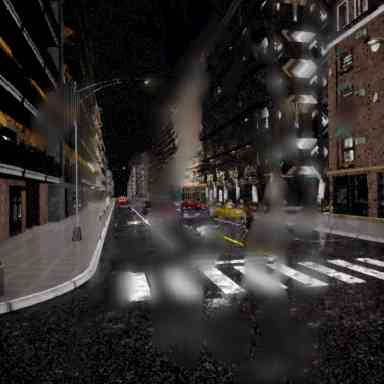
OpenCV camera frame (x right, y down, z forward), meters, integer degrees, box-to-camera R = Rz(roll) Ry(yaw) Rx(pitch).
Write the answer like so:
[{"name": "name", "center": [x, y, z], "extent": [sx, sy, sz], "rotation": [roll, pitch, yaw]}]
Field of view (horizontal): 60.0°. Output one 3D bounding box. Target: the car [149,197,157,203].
[{"name": "car", "center": [-10.452, 2.141, 89.495], "extent": [1.802, 1.307, 4.206], "rotation": [-1, 0, -13]}]

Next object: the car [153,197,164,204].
[{"name": "car", "center": [-7.958, 2.011, 78.450], "extent": [1.887, 1.381, 4.507], "rotation": [-1, 0, -13]}]

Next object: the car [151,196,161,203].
[{"name": "car", "center": [-9.206, 1.952, 83.972], "extent": [1.967, 1.590, 4.097], "rotation": [-1, 0, -13]}]

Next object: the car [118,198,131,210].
[{"name": "car", "center": [-9.899, 1.929, 49.007], "extent": [1.802, 1.307, 4.206], "rotation": [-1, 0, -13]}]

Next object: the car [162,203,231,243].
[{"name": "car", "center": [0.023, 1.569, 16.822], "extent": [2.128, 1.511, 4.902], "rotation": [-1, 0, -13]}]

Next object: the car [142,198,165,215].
[{"name": "car", "center": [-4.453, 1.719, 36.699], "extent": [1.837, 1.490, 4.892], "rotation": [-1, 0, -13]}]

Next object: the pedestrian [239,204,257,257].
[{"name": "pedestrian", "center": [1.978, 1.329, 11.562], "extent": [0.375, 1.860, 0.375], "rotation": [-1, 0, -13]}]

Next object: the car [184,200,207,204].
[{"name": "car", "center": [0.773, 1.703, 39.789], "extent": [1.887, 1.381, 4.507], "rotation": [-1, 0, -13]}]

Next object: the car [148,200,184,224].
[{"name": "car", "center": [-2.179, 1.667, 26.578], "extent": [1.812, 1.442, 4.674], "rotation": [-1, 0, -13]}]

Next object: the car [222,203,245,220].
[{"name": "car", "center": [3.230, 1.604, 28.911], "extent": [1.752, 1.417, 4.829], "rotation": [-1, 0, -13]}]

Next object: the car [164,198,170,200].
[{"name": "car", "center": [-3.541, 1.779, 47.134], "extent": [1.812, 1.442, 4.674], "rotation": [-1, -1, -13]}]

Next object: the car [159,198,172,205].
[{"name": "car", "center": [-5.463, 1.929, 67.404], "extent": [2.008, 1.369, 4.403], "rotation": [-1, 0, -13]}]

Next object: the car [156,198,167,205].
[{"name": "car", "center": [-6.710, 1.973, 72.927], "extent": [2.008, 1.369, 4.403], "rotation": [-1, 0, -13]}]

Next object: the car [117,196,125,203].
[{"name": "car", "center": [-19.882, 2.028, 93.191], "extent": [2.192, 1.841, 5.009], "rotation": [-1, 0, -13]}]

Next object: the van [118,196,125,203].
[{"name": "van", "center": [-18.634, 2.001, 87.670], "extent": [1.690, 1.788, 3.998], "rotation": [-1, 0, -13]}]

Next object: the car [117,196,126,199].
[{"name": "car", "center": [-14.892, 1.838, 71.102], "extent": [2.192, 1.841, 5.009], "rotation": [-1, 0, -13]}]
